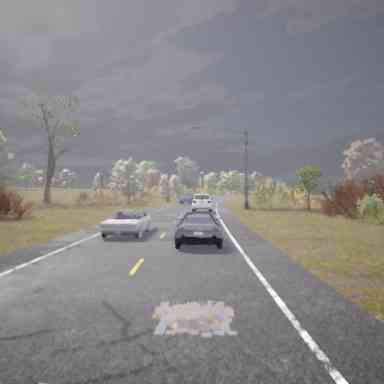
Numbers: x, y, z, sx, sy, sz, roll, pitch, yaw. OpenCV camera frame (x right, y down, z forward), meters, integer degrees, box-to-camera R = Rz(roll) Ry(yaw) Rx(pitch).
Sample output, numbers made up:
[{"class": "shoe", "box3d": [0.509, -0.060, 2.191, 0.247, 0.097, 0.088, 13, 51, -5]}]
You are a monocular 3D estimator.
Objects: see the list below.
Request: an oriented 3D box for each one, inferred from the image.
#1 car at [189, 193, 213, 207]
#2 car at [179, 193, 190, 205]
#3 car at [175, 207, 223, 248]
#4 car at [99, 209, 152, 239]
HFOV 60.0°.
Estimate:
[{"class": "car", "box3d": [1.200, 1.223, 38.077, 2.150, 2.045, 5.566, 0, 0, 3]}, {"class": "car", "box3d": [-0.957, 1.220, 59.339, 2.150, 2.045, 5.566, 0, 0, 6]}, {"class": "car", "box3d": [0.299, 1.567, 14.866, 1.994, 1.385, 4.181, 0, 0, 1]}, {"class": "car", "box3d": [-3.342, 1.603, 17.493, 1.895, 1.301, 4.718, 0, 0, 2]}]
